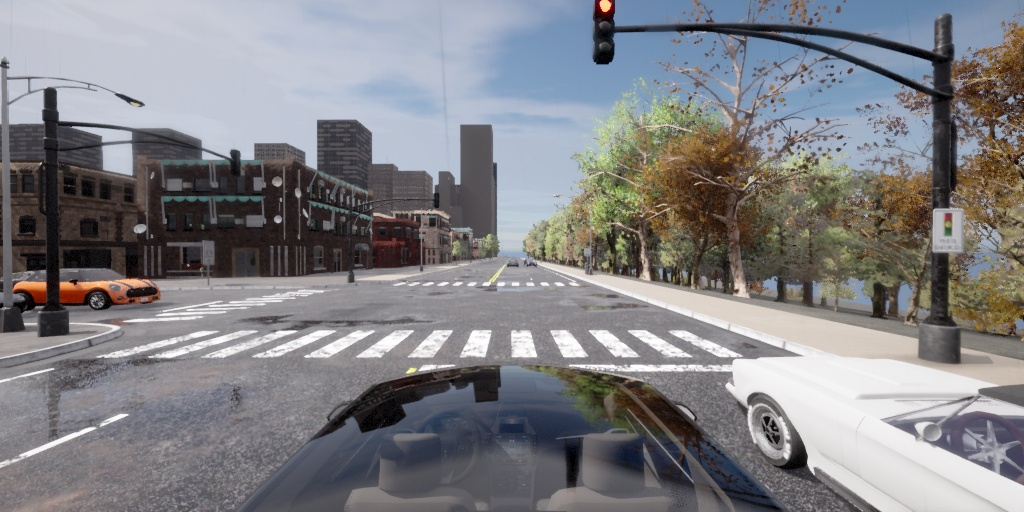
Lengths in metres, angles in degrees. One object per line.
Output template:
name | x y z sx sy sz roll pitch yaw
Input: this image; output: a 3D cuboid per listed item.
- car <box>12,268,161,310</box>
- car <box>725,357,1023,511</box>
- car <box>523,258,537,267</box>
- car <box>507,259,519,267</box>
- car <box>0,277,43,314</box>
car | -17.966 1.301 15.296 4.553 1.767 2.097 -1 1 -1
car | 3.350 1.351 1.913 1.895 1.301 4.718 0 0 0
car | 3.420 1.327 63.698 1.895 1.301 4.718 0 0 0
car | 0.158 1.290 63.420 1.994 1.385 4.181 0 0 1
car | -19.936 1.565 12.562 4.313 1.339 1.948 0 0 0
